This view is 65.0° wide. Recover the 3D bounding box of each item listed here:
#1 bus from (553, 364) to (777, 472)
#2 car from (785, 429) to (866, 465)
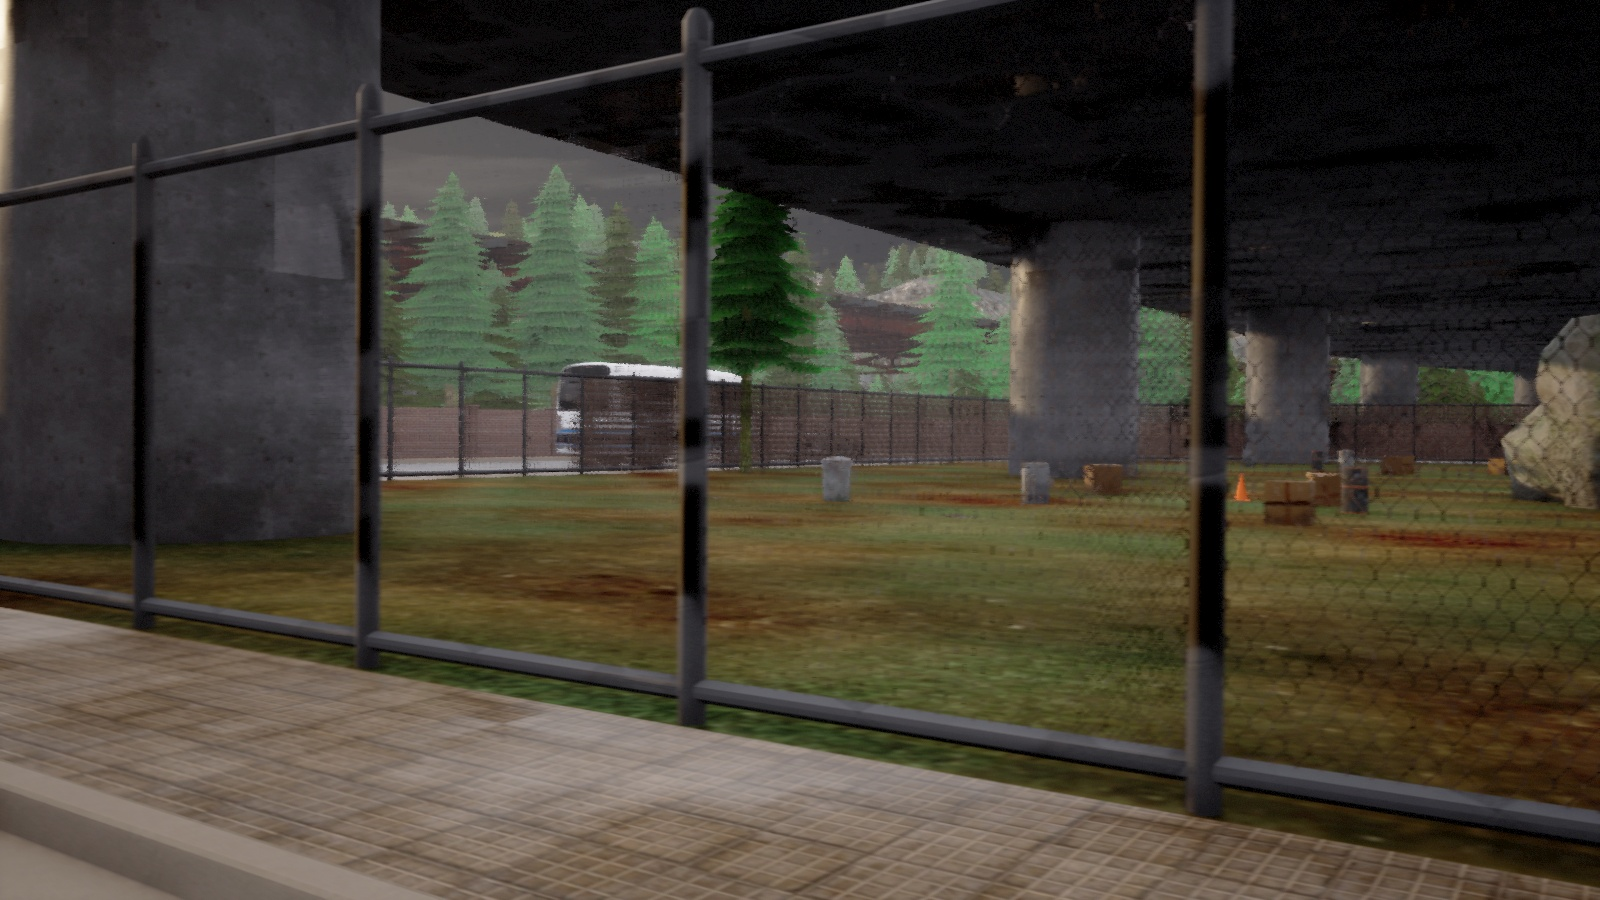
[{"bbox_3d":[-5.619,-1.343,54.868,3.944,4.253,10.273,0,1,34],"label":"bus"},{"bbox_3d":[1.229,-0.183,58.712,1.851,1.617,3.988,0,1,34],"label":"car"}]
